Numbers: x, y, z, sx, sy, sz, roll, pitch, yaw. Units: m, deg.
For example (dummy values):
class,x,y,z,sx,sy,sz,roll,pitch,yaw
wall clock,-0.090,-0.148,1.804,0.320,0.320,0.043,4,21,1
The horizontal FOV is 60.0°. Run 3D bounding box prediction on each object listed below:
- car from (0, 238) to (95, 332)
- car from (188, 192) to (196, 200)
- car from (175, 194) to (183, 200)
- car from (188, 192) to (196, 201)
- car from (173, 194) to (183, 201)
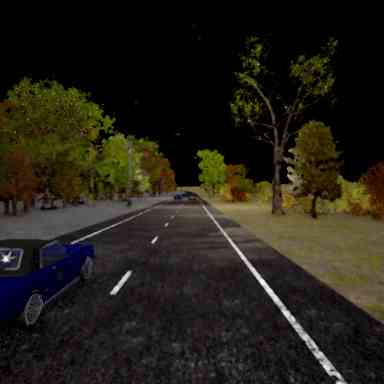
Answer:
class,x,y,z,sx,sy,sz,roll,pitch,yaw
car,-3.497,1.599,6.816,1.895,1.301,4.718,0,0,0
car,0.035,1.025,91.351,2.150,2.045,5.566,0,0,0
car,-3.464,1.340,91.323,2.033,1.411,5.357,0,0,0
car,0.031,1.457,80.899,2.033,1.411,5.357,0,0,0
car,-3.469,1.395,80.900,1.882,1.535,5.008,0,0,0
